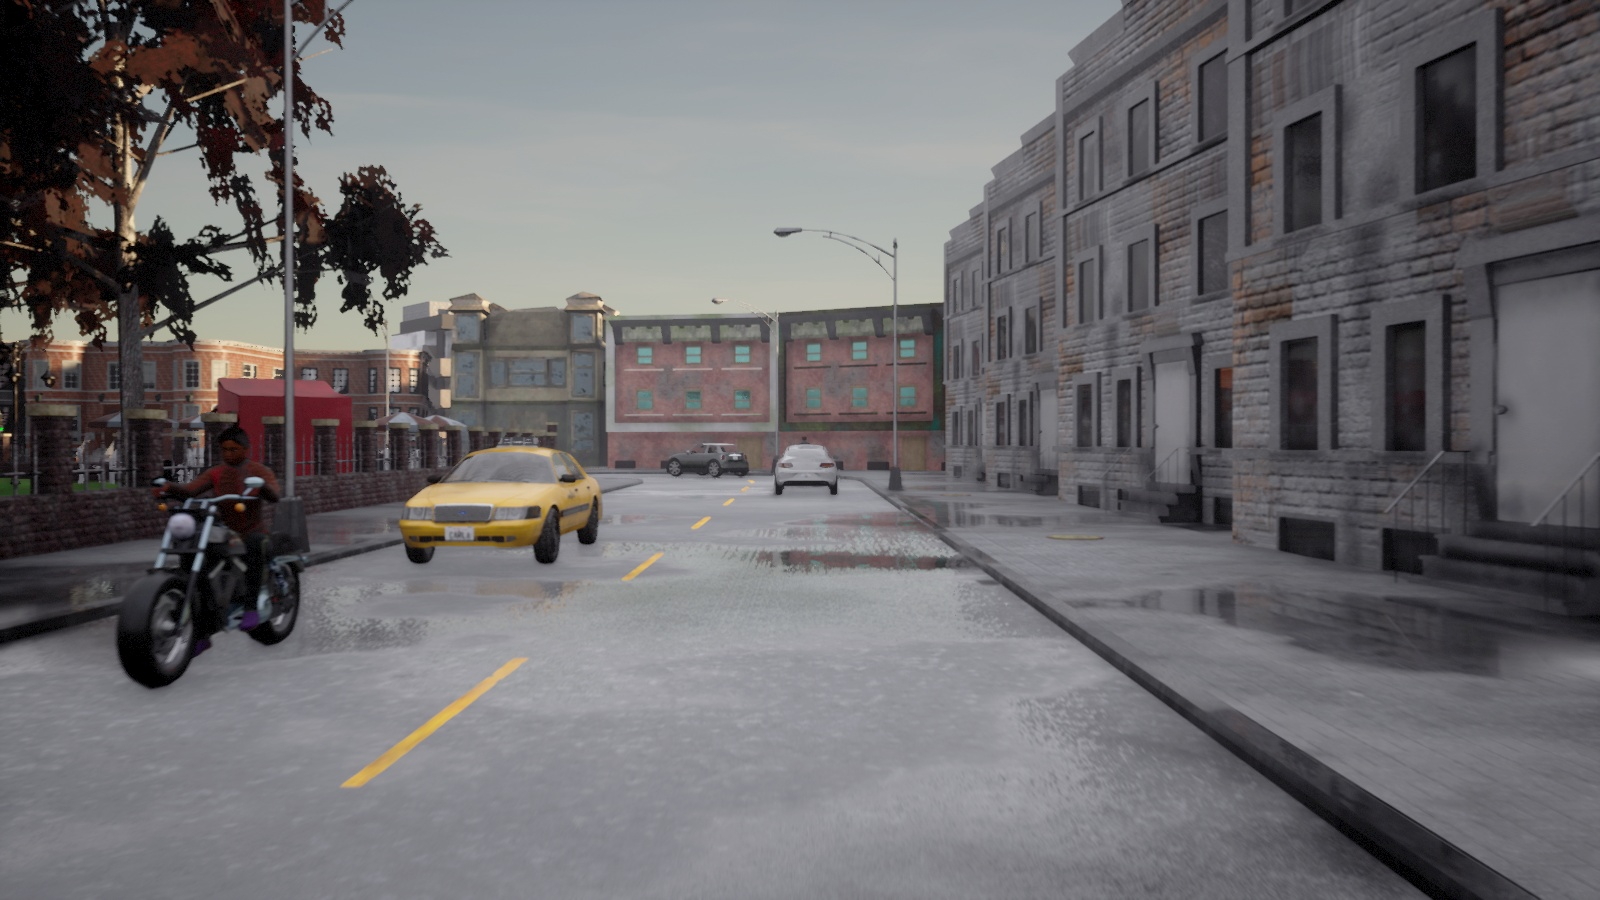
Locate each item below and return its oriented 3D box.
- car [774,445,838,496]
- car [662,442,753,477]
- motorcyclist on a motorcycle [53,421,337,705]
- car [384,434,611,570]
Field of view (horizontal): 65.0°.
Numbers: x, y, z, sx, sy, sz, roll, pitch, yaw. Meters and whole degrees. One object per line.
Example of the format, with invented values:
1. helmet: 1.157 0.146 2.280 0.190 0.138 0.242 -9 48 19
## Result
1. car: 0.186 0.559 37.925 1.812 1.442 4.674 0 0 0
2. car: -4.150 0.396 55.857 3.806 1.475 1.970 0 0 42
3. motorcyclist on a motorcycle: -3.944 0.646 8.465 0.766 1.649 2.350 0 0 0
4. car: -3.906 0.585 17.228 1.801 1.575 5.366 0 0 0
